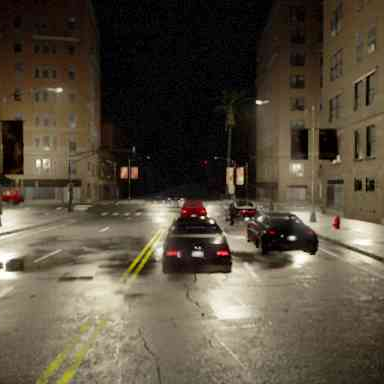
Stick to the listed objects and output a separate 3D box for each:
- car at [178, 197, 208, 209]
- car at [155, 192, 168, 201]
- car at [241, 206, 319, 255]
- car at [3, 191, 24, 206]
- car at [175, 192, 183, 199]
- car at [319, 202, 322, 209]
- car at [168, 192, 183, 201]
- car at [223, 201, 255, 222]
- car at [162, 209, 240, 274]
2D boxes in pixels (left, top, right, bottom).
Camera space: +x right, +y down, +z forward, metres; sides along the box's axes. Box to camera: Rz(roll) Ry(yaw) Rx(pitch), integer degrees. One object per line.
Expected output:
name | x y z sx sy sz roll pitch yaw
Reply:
car | 0.103 1.345 23.026 1.812 1.442 4.674 0 0 0
car | -6.500 0.948 67.979 1.882 1.535 5.008 0 1 0
car | 3.310 1.462 12.890 1.994 1.385 4.181 0 0 1
car | -23.883 0.764 41.907 5.009 1.841 2.192 0 1 -9
car | -3.244 0.813 83.356 1.882 1.535 5.008 0 1 0
car | 16.216 1.483 36.413 4.313 1.339 1.947 0 1 0
car | -3.252 0.971 68.041 1.837 1.490 4.892 0 1 0
car | 3.252 1.332 21.968 1.837 1.490 4.892 0 0 0
car | 0.098 1.466 10.209 2.033 1.411 5.357 0 0 -1
